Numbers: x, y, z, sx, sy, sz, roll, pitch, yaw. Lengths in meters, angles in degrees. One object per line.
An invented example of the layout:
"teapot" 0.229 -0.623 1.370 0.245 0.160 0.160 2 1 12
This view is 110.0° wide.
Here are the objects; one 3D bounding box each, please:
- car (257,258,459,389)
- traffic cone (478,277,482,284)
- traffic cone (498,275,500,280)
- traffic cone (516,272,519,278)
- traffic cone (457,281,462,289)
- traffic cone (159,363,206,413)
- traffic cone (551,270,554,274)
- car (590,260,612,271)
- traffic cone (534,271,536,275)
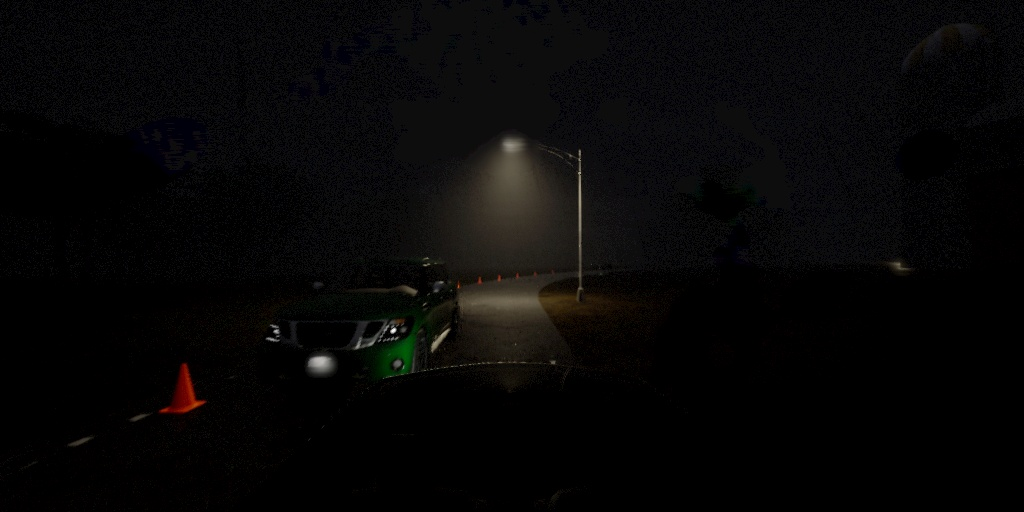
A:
"car" -2.449 1.046 7.357 2.150 2.045 5.566 0 -1 0
"traffic cone" -2.718 2.066 30.281 0.340 0.580 0.340 0 0 14
"traffic cone" -1.262 2.103 35.286 0.340 0.580 0.340 0 0 19
"traffic cone" 0.622 2.125 40.147 0.340 0.580 0.340 0 0 24
"traffic cone" -3.732 2.014 25.167 0.340 0.580 0.340 0 0 9
"traffic cone" -4.426 1.746 4.827 0.340 0.580 0.340 0 0 0
"traffic cone" 5.616 2.118 49.289 0.340 0.580 0.340 0 0 34
"car" 14.143 1.430 57.065 2.097 1.767 4.553 -1 0 39
"traffic cone" 2.921 2.130 44.827 0.340 0.580 0.340 0 0 29
